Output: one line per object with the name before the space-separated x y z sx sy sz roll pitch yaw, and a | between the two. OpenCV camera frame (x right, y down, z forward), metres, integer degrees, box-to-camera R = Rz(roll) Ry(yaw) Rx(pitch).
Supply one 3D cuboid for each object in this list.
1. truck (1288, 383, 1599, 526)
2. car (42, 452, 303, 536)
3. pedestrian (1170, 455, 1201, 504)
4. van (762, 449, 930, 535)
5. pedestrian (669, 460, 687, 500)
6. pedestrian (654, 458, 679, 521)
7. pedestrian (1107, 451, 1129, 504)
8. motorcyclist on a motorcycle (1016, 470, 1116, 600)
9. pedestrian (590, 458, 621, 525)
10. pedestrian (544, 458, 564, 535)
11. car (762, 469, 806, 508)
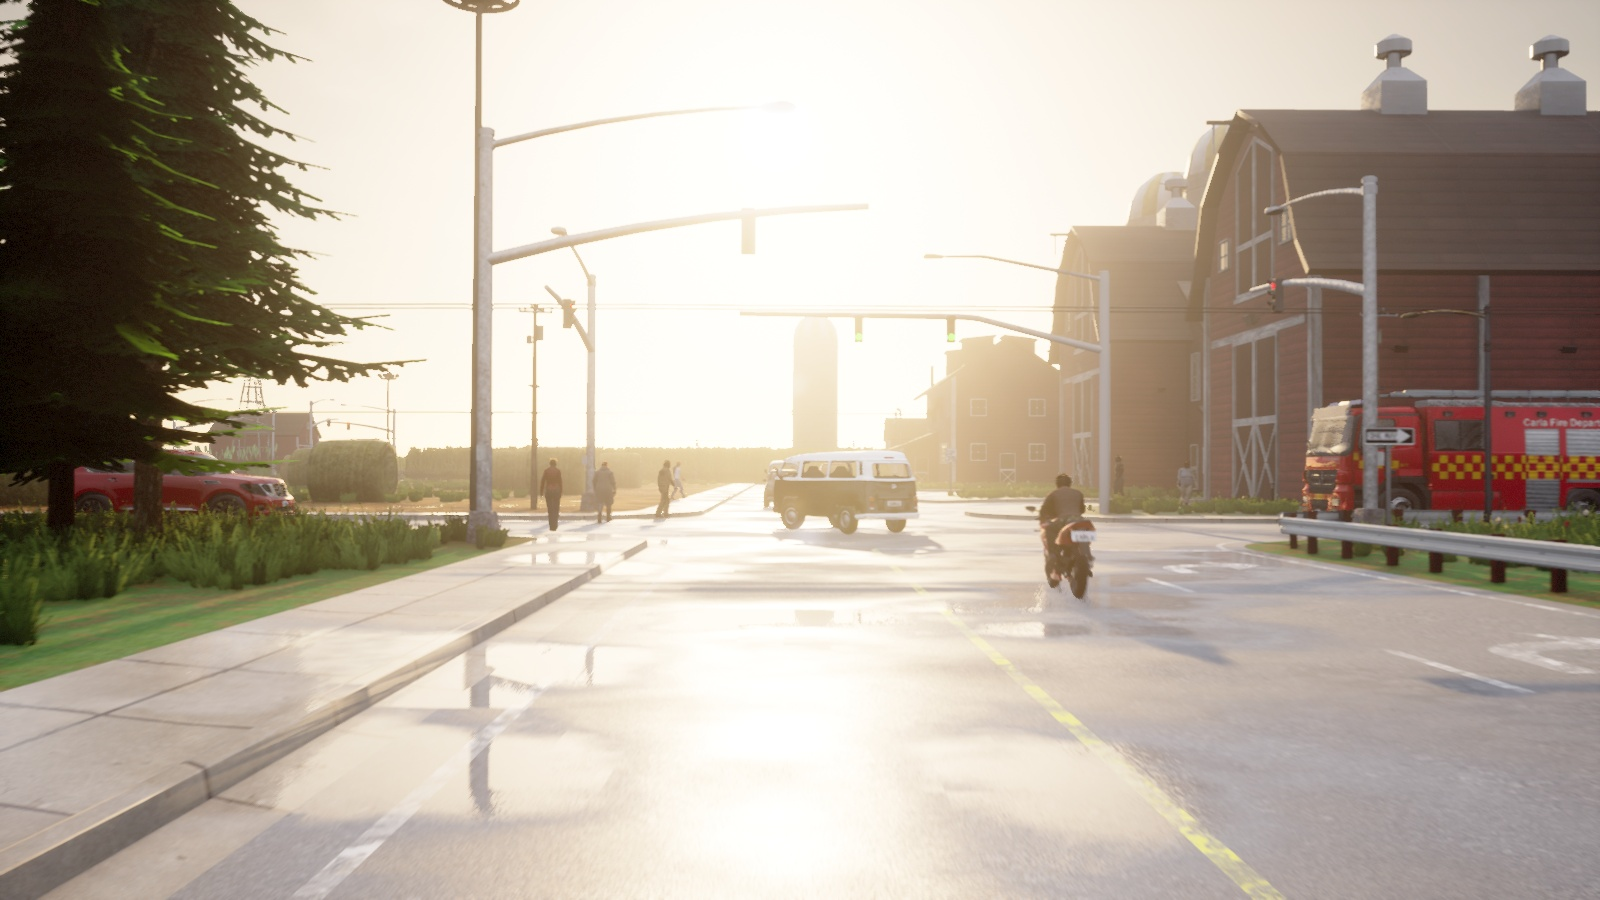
truck | 18.544 0.132 35.340 8.468 3.827 2.891 0 -1 0
car | -15.877 1.109 31.987 5.566 2.045 2.150 0 -1 0
pedestrian | 14.893 1.128 48.518 0.874 1.855 0.900 0 -1 -3
van | 1.091 1.034 32.253 2.069 2.038 4.480 0 -1 -33
pedestrian | -5.512 1.356 56.702 0.706 1.836 0.354 0 -1 13
pedestrian | -4.154 1.216 39.079 0.692 1.930 0.396 0 -1 -39
pedestrian | 11.598 0.999 45.803 0.666 1.930 0.402 0 -1 -10
motorcyclist on a motorcycle | 3.323 1.021 15.875 0.797 1.523 2.044 0 -1 -1
pedestrian | -5.684 1.213 36.797 0.659 1.952 0.873 0 -1 9
pedestrian | -5.943 1.118 30.331 0.331 1.846 0.636 0 -1 1
car | -0.667 1.584 52.359 1.789 1.549 3.705 0 -1 -1
